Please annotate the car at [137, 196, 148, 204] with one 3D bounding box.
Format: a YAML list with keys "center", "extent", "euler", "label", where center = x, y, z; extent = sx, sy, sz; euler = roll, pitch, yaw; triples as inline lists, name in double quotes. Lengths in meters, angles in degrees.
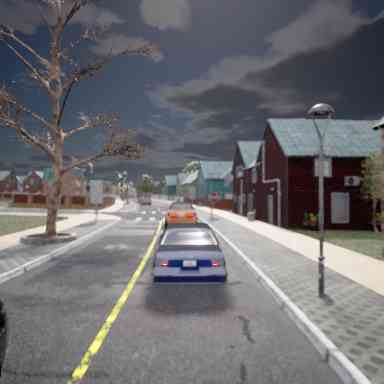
- center: [-11.303, 1.787, 75.717]
  extent: [2.128, 1.511, 4.902]
  euler: [0, 0, -13]
  label: "car"

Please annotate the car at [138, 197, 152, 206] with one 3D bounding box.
- center: [-8.356, 1.721, 60.757]
  extent: [1.837, 1.490, 4.892]
  euler: [0, 0, -10]
  label: "car"

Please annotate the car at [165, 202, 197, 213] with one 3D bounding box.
- center: [-0.770, 1.437, 22.496]
  extent: [2.097, 1.767, 4.553]
  euler: [0, 0, -4]
  label: "car"

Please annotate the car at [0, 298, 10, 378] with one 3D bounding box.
- center: [-2.901, 1.498, 1.681]
  extent: [2.128, 1.511, 4.902]
  euler: [0, 0, -1]
  label: "car"

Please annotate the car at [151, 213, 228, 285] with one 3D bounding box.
- center: [-0.114, 1.584, 9.631]
  extent: [2.033, 1.411, 5.357]
  euler: [0, 0, -2]
  label: "car"
